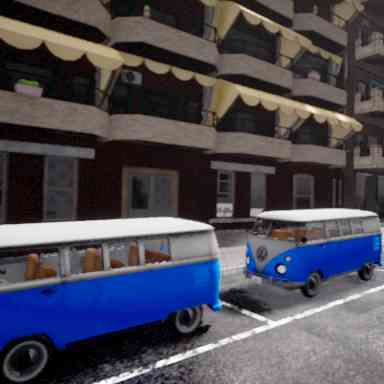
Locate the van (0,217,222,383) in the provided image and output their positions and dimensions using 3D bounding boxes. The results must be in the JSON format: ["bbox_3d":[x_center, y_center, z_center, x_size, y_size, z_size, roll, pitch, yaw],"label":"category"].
[{"bbox_3d":[-1.409,1.340,5.064,3.998,1.788,1.690,0,2,-35],"label":"van"}]

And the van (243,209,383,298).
[{"bbox_3d":[3.095,1.339,8.277,3.998,1.788,1.690,0,1,-35],"label":"van"}]
